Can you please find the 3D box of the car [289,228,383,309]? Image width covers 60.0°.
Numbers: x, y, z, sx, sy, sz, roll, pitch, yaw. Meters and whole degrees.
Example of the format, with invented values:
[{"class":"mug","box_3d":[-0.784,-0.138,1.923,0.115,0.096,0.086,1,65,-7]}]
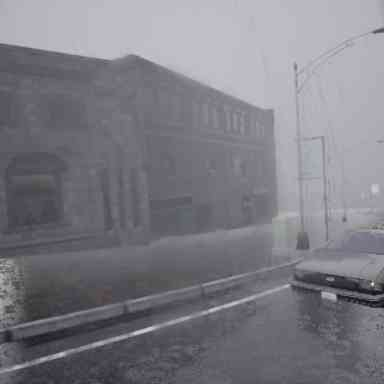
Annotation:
[{"class":"car","box_3d":[4.518,1.632,8.267,5.357,1.411,2.033,1,-1,-45]}]
